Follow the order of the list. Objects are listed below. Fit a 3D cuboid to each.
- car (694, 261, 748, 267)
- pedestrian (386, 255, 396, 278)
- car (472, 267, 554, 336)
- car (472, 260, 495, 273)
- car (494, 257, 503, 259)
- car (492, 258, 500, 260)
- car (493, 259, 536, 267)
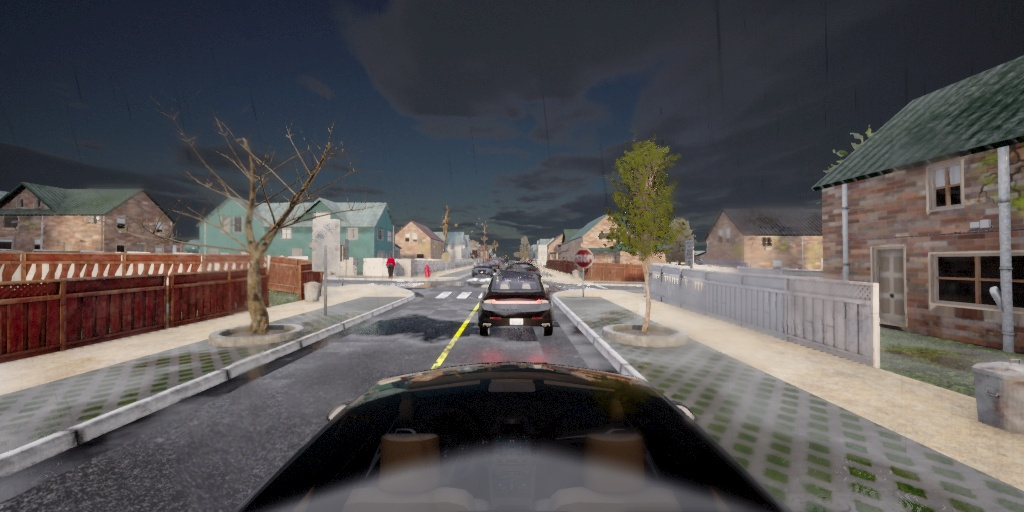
[{"bbox_3d":[14.040,1.362,25.566,5.566,2.045,2.150,1,-1,0],"label":"car"},{"bbox_3d":[-9.624,0.797,28.490,0.375,1.860,0.375,0,-2,0],"label":"pedestrian"},{"bbox_3d":[0.100,1.246,10.374,2.128,1.511,4.902,0,0,0],"label":"car"},{"bbox_3d":[-2.856,1.356,35.752,1.994,1.385,4.181,0,0,-1],"label":"car"},{"bbox_3d":[-2.832,1.332,56.652,1.882,1.535,5.008,0,0,0],"label":"car"},{"bbox_3d":[-2.836,1.366,46.135,2.033,1.411,5.357,0,0,0],"label":"car"},{"bbox_3d":[0.553,1.311,29.898,1.837,1.490,4.892,-5,4,-29],"label":"car"}]
